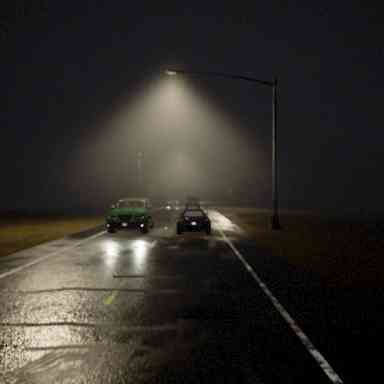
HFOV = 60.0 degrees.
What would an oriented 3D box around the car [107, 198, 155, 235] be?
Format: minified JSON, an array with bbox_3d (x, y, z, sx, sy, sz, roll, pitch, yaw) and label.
[{"bbox_3d":[-3.597,1.392,20.499,2.150,2.045,5.566,0,0,0],"label":"car"}]

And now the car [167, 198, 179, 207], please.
[{"bbox_3d":[-3.512,1.891,63.254,2.097,1.767,4.553,0,-1,0],"label":"car"}]

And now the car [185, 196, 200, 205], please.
[{"bbox_3d":[0.103,1.643,51.108,2.150,2.045,5.566,0,-1,0],"label":"car"}]

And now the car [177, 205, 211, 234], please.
[{"bbox_3d":[0.101,1.734,20.502,1.994,1.385,4.181,0,0,0],"label":"car"}]
